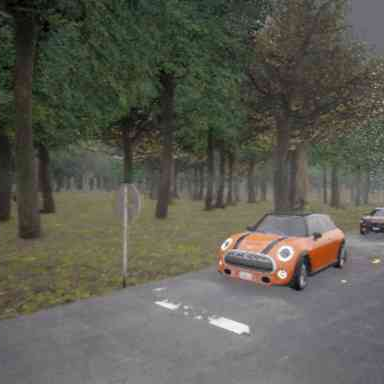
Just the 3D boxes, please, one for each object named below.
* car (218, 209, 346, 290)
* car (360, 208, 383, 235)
[{"bbox_3d":[2.695,1.366,9.375,2.097,1.767,4.553,2,1,40],"label":"car"},{"bbox_3d":[11.176,1.643,19.065,1.882,1.535,5.008,2,1,41],"label":"car"}]
